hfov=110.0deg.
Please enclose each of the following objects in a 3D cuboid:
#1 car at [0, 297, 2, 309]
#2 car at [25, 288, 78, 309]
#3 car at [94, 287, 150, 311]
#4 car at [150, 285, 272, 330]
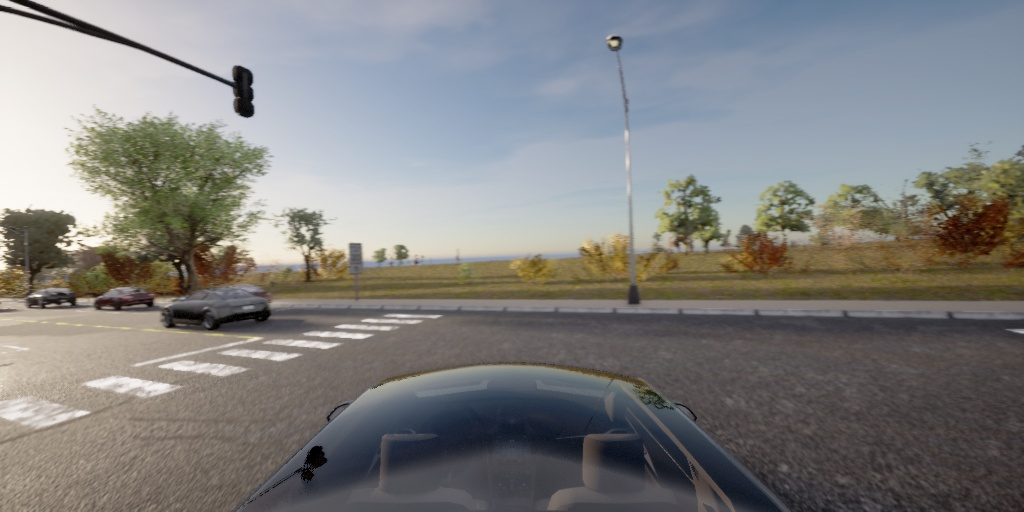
[{"bbox_3d":[-39.326,3.245,26.072,5.008,1.535,1.882,-3,0,24],"label":"car"},{"bbox_3d":[-34.003,3.068,26.486,4.403,1.370,2.007,0,0,24],"label":"car"},{"bbox_3d":[-23.833,2.585,22.113,4.207,1.307,1.802,0,0,24],"label":"car"},{"bbox_3d":[-11.299,1.914,13.686,4.181,1.385,1.994,-3,0,24],"label":"car"}]
